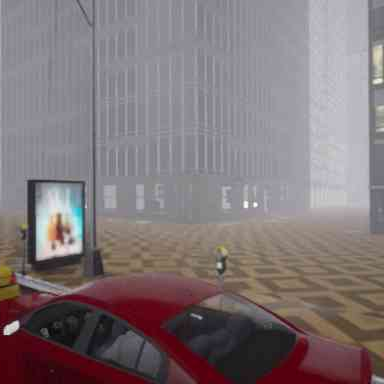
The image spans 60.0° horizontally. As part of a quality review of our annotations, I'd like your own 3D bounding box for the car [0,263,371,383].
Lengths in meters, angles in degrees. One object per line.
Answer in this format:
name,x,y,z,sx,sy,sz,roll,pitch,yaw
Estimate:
car,-0.667,1.534,3.360,4.507,1.381,1.887,0,0,36
